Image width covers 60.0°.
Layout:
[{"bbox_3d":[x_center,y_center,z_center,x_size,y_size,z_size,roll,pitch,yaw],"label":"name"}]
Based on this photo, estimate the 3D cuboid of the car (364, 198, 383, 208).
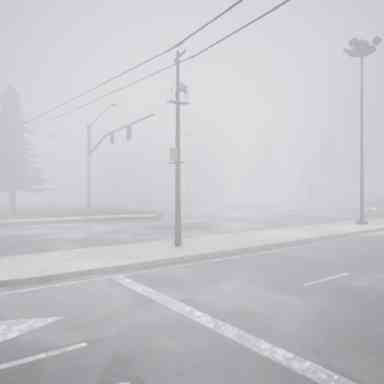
[{"bbox_3d":[25.826,1.527,46.555,4.181,1.385,1.994,0,0,-35],"label":"car"}]
